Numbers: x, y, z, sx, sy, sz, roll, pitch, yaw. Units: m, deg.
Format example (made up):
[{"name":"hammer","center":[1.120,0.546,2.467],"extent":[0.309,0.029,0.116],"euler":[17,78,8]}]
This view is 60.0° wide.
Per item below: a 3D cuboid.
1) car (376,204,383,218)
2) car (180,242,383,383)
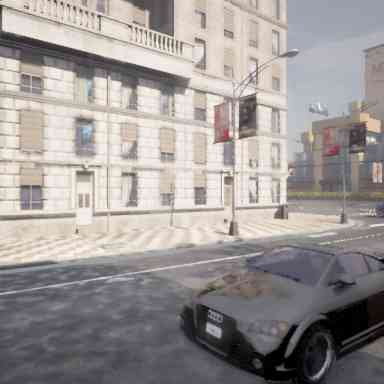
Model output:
[{"name":"car","center":[17.256,1.478,27.103],"extent":[1.882,1.535,5.008],"euler":[1,0,-5]},{"name":"car","center":[1.884,1.564,5.380],"extent":[4.181,1.385,1.994],"euler":[0,0,-36]}]
